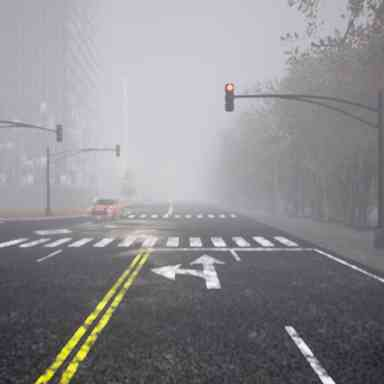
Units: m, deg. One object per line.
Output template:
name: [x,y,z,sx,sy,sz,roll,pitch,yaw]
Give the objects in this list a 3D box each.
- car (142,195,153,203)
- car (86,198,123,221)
car: [-9.219,1.440,69.392,2.128,1.511,4.902,0,0,-4]
car: [-6.907,1.278,26.736,2.097,1.767,4.553,0,0,-1]
